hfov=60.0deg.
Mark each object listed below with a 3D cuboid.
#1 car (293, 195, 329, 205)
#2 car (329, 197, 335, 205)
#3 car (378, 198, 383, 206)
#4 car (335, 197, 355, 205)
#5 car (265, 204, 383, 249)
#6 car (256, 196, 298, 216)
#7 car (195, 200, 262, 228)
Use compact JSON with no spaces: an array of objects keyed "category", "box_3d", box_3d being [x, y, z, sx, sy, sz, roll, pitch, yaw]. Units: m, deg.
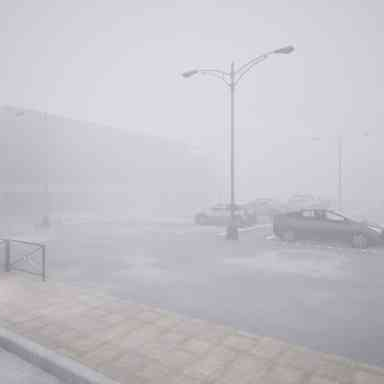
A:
[{"category":"car","box_3d":[12.875,1.269,37.321,3.866,1.878,1.905,0,0,35]},{"category":"car","box_3d":[14.202,1.289,39.938,4.605,1.855,1.932,0,0,35]},{"category":"car","box_3d":[29.339,1.576,48.393,3.806,1.475,1.970,0,0,35]},{"category":"car","box_3d":[24.966,1.565,55.089,3.633,1.501,1.845,0,0,35]},{"category":"car","box_3d":[5.807,1.490,14.351,4.514,1.523,2.007,0,0,35]},{"category":"car","box_3d":[5.542,1.345,26.836,5.027,1.636,2.152,0,0,35]},{"category":"car","box_3d":[2.129,1.424,21.392,3.806,1.475,1.970,0,0,35]}]
